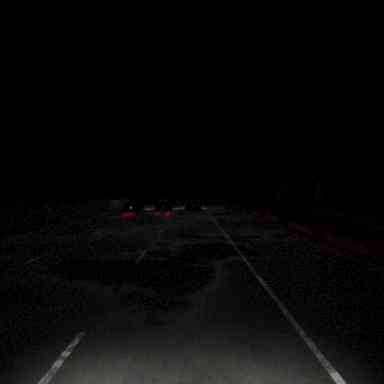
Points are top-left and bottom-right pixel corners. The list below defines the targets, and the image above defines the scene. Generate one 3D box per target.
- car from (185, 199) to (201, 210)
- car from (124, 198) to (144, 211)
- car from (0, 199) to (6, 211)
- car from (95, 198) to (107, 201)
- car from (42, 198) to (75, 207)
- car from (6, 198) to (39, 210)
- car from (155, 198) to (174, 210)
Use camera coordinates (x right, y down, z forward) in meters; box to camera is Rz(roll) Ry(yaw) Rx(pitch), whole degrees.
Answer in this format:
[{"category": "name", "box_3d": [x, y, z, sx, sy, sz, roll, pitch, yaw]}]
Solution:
[{"category": "car", "box_3d": [0.102, 1.538, 41.500, 1.994, 1.385, 4.181, 0, 0, 0]}, {"category": "car", "box_3d": [-6.898, 1.482, 39.914, 1.837, 1.490, 4.892, 0, 1, 0]}, {"category": "car", "box_3d": [-21.092, 1.470, 35.916, 2.128, 1.511, 4.902, 0, 0, 0]}, {"category": "car", "box_3d": [-20.996, 2.479, 76.760, 2.150, 2.045, 5.566, 0, -6, 0]}, {"category": "car", "box_3d": [-14.092, 1.483, 36.004, 1.837, 1.490, 4.892, 0, 0, 0]}, {"category": "car", "box_3d": [-17.592, 1.469, 36.303, 2.128, 1.511, 4.902, 0, 0, 0]}, {"category": "car", "box_3d": [-3.398, 1.500, 41.285, 1.812, 1.442, 4.674, 0, 0, 0]}]
